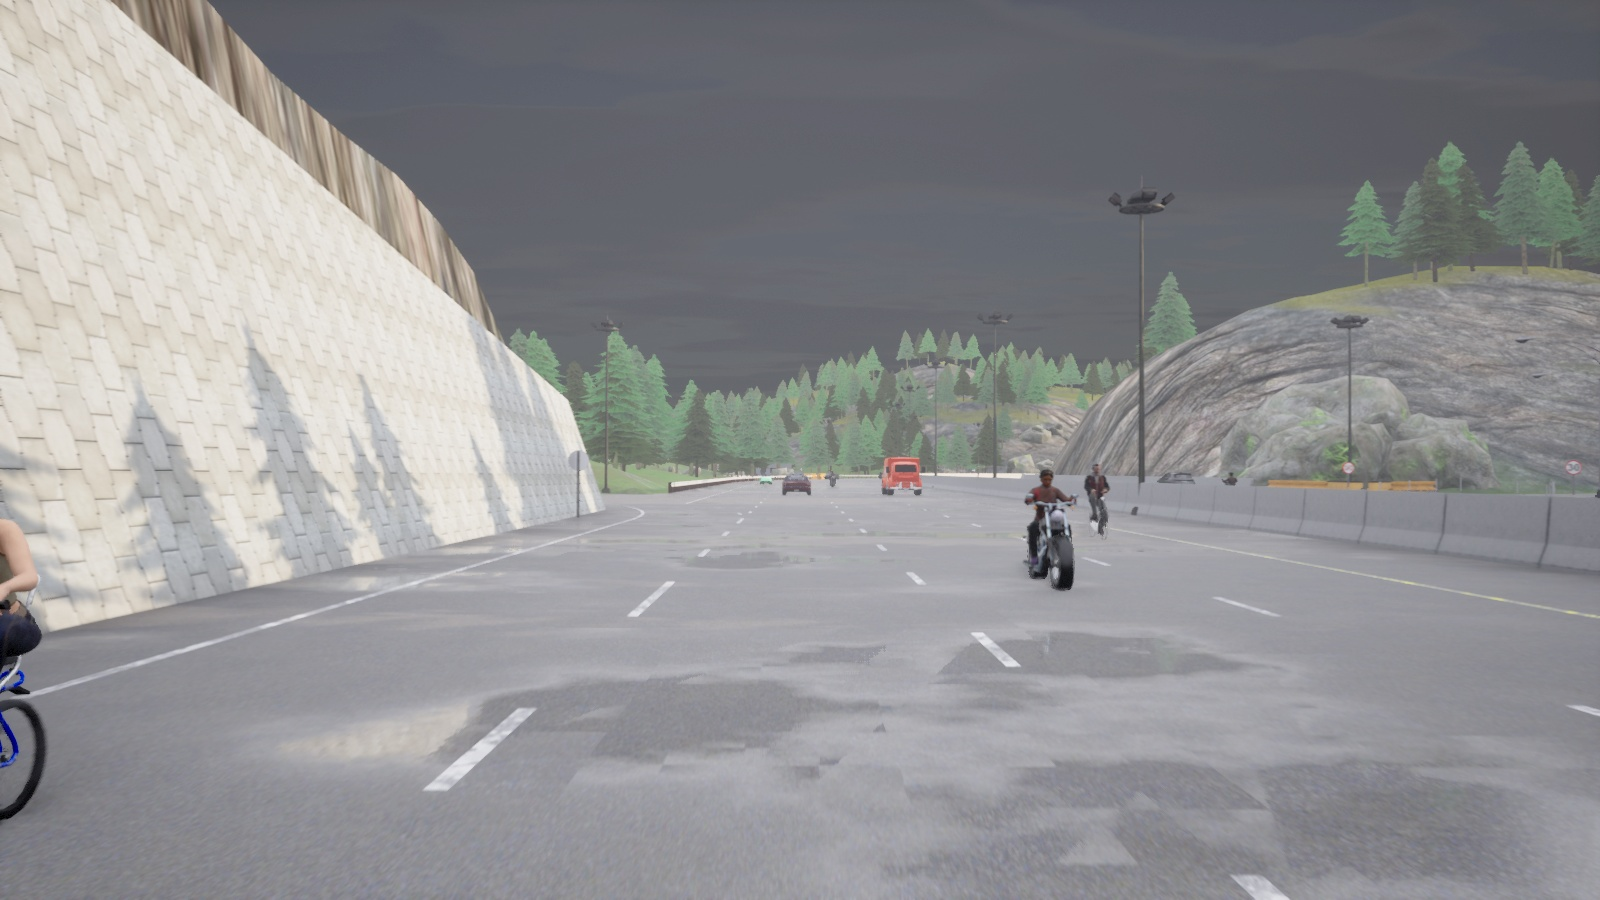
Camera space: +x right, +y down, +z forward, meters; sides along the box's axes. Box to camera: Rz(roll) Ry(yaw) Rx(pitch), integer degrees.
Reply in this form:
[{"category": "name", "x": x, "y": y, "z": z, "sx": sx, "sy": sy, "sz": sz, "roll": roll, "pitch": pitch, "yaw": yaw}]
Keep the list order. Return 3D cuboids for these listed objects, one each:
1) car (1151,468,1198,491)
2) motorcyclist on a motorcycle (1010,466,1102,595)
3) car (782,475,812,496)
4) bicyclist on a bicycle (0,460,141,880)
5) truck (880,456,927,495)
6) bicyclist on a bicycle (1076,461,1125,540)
[{"category": "car", "x": 27.774, "y": 2.194, "z": 93.229, "sx": 2.033, "sy": 1.649, "sz": 4.856, "roll": 0, "pitch": -1, "yaw": 0}, {"category": "motorcyclist on a motorcycle", "x": 3.458, "y": 1.039, "z": 17.189, "sx": 0.766, "sy": 1.649, "sz": 2.350, "roll": 0, "pitch": -1, "yaw": 0}, {"category": "car", "x": -0.197, "y": 2.282, "z": 81.586, "sx": 1.895, "sy": 1.301, "sz": 4.718, "roll": 0, "pitch": -1, "yaw": 0}, {"category": "bicyclist on a bicycle", "x": -3.509, "y": 0.851, "z": 5.097, "sx": 0.866, "sy": 1.612, "sz": 1.509, "roll": 0, "pitch": -1, "yaw": 0}, {"category": "truck", "x": 6.797, "y": 1.690, "z": 82.968, "sx": 2.627, "sy": 2.467, "sz": 5.204, "roll": 0, "pitch": -1, "yaw": 0}, {"category": "bicyclist on a bicycle", "x": 6.929, "y": 1.144, "z": 29.035, "sx": 0.659, "sy": 1.776, "sz": 1.843, "roll": 0, "pitch": -1, "yaw": 0}]
